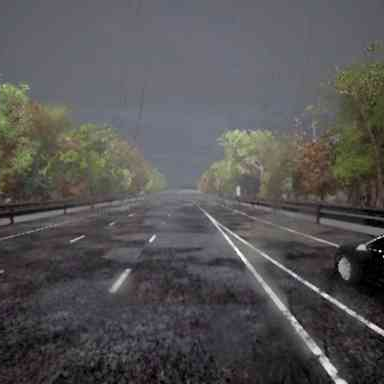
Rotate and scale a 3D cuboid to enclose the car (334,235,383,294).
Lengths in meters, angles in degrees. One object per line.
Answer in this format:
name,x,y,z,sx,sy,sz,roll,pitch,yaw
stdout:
car,4.681,1.489,6.563,1.837,1.490,4.892,0,0,-5
